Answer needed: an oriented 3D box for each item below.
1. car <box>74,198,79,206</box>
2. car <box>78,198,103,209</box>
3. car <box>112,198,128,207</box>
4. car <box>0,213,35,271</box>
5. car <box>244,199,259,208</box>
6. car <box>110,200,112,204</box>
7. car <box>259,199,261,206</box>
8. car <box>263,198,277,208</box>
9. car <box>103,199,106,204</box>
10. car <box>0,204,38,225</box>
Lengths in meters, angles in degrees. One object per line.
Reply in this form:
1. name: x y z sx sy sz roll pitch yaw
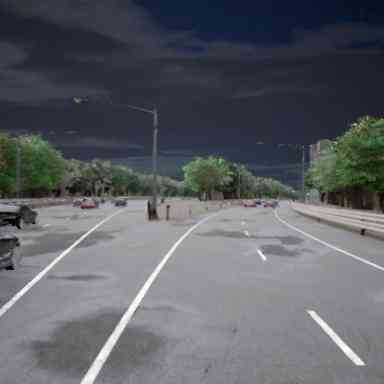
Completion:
1. car: -19.471 1.792 58.808 1.812 1.442 4.674 1 -1 -4
2. car: -15.144 1.812 49.791 1.994 1.385 4.181 1 -1 -6
3. car: -12.584 1.878 59.631 1.837 1.490 4.892 1 -1 -4
4. car: -5.677 1.489 8.025 2.128 1.511 4.902 1 -1 -11
5. car: 11.044 2.299 63.273 1.994 1.385 4.181 1 -1 18
6. car: -16.955 1.968 74.274 1.812 1.442 4.674 1 -1 -2
7. car: 14.057 2.202 72.803 1.882 1.535 5.008 1 -1 18
8. car: 14.628 2.305 62.998 1.812 1.442 4.674 1 -1 18
9. car: -20.408 1.938 73.240 1.994 1.385 4.181 1 -1 -2
10. car: -11.528 1.525 21.598 1.882 1.535 5.008 1 -1 -9
